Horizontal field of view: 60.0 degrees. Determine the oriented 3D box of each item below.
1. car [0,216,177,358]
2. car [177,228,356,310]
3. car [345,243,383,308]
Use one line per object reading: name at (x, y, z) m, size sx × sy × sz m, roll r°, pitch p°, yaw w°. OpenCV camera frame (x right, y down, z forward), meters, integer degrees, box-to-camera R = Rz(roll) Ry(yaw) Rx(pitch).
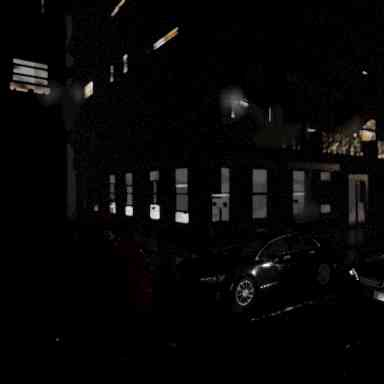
car at (-2.937, 1.315, 4.466) m, size 5.009 × 1.841 × 2.192 m, roll 0°, pitch -1°, yaw -36°
car at (1.607, 1.571, 7.743) m, size 4.403 × 1.369 × 2.008 m, roll 0°, pitch -1°, yaw -36°
car at (5.186, 1.555, 7.102) m, size 4.674 × 1.442 × 1.812 m, roll 0°, pitch 0°, yaw -36°
